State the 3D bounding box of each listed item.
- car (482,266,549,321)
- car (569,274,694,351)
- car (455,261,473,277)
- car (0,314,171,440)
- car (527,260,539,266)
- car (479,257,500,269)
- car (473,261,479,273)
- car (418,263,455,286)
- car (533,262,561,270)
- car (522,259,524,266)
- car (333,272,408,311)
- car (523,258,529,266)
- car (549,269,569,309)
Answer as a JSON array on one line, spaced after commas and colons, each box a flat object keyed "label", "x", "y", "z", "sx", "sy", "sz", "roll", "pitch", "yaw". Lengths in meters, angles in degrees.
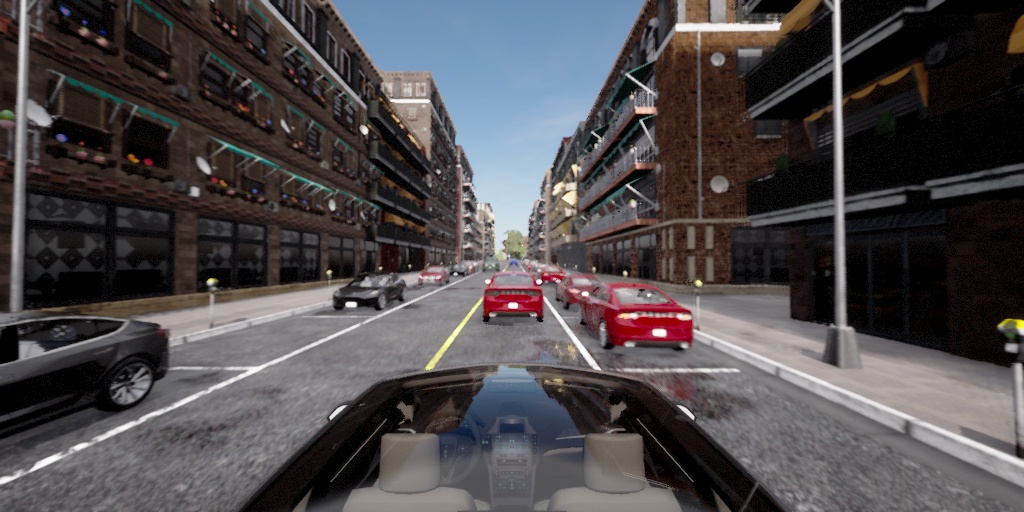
[{"label": "car", "x": 0.047, "y": 1.268, "z": 12.636, "sx": 1.882, "sy": 1.535, "sz": 5.008, "roll": 0, "pitch": 0, "yaw": 0}, {"label": "car", "x": 2.790, "y": 1.324, "z": 9.010, "sx": 1.888, "sy": 1.381, "sz": 4.507, "roll": 0, "pitch": 0, "yaw": 0}, {"label": "car", "x": -5.515, "y": 1.409, "z": 37.401, "sx": 1.948, "sy": 1.339, "sz": 4.313, "roll": 0, "pitch": 0, "yaw": 0}, {"label": "car", "x": -5.824, "y": 1.306, "z": 3.432, "sx": 1.948, "sy": 1.339, "sz": 4.313, "roll": 0, "pitch": 0, "yaw": 0}, {"label": "car", "x": 2.866, "y": 1.416, "z": 37.316, "sx": 2.007, "sy": 1.370, "sz": 4.403, "roll": 0, "pitch": 0, "yaw": 0}, {"label": "car", "x": -2.766, "y": 1.113, "z": 48.140, "sx": 2.150, "sy": 2.045, "sz": 5.566, "roll": 0, "pitch": 0, "yaw": 0}, {"label": "car", "x": -5.485, "y": 1.301, "z": 43.062, "sx": 1.967, "sy": 1.591, "sz": 4.097, "roll": 0, "pitch": 0, "yaw": 0}, {"label": "car", "x": -5.575, "y": 1.391, "z": 26.077, "sx": 1.802, "sy": 1.307, "sz": 4.207, "roll": 0, "pitch": 0, "yaw": 0}, {"label": "car", "x": 2.806, "y": 1.376, "z": 25.992, "sx": 1.888, "sy": 1.381, "sz": 4.507, "roll": 0, "pitch": 0, "yaw": 0}, {"label": "car", "x": 2.956, "y": 1.470, "z": 54.299, "sx": 2.007, "sy": 1.370, "sz": 4.403, "roll": 0, "pitch": 0, "yaw": 0}, {"label": "car", "x": -5.637, "y": 1.340, "z": 14.758, "sx": 1.948, "sy": 1.339, "sz": 4.313, "roll": 0, "pitch": 0, "yaw": 0}, {"label": "car", "x": 2.926, "y": 1.341, "z": 48.638, "sx": 1.967, "sy": 1.591, "sz": 4.097, "roll": 0, "pitch": 0, "yaw": 0}, {"label": "car", "x": 2.749, "y": 1.378, "z": 14.671, "sx": 1.802, "sy": 1.307, "sz": 4.207, "roll": 0, "pitch": 0, "yaw": 0}]
